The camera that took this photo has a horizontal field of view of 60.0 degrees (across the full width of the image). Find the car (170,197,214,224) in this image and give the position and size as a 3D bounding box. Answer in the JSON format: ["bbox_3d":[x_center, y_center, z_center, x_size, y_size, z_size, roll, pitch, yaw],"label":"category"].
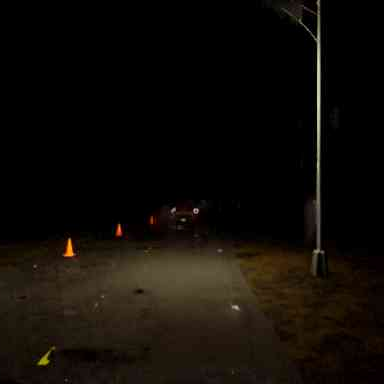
[{"bbox_3d":[0.081,1.210,23.642,2.097,1.767,4.553,0,1,18],"label":"car"}]

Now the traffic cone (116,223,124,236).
[{"bbox_3d":[-3.661,1.874,16.714,0.340,0.580,0.340,0,0,9],"label":"traffic cone"}]

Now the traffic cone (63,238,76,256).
[{"bbox_3d":[-4.251,1.901,11.536,0.340,0.580,0.340,0,0,4],"label":"traffic cone"}]
